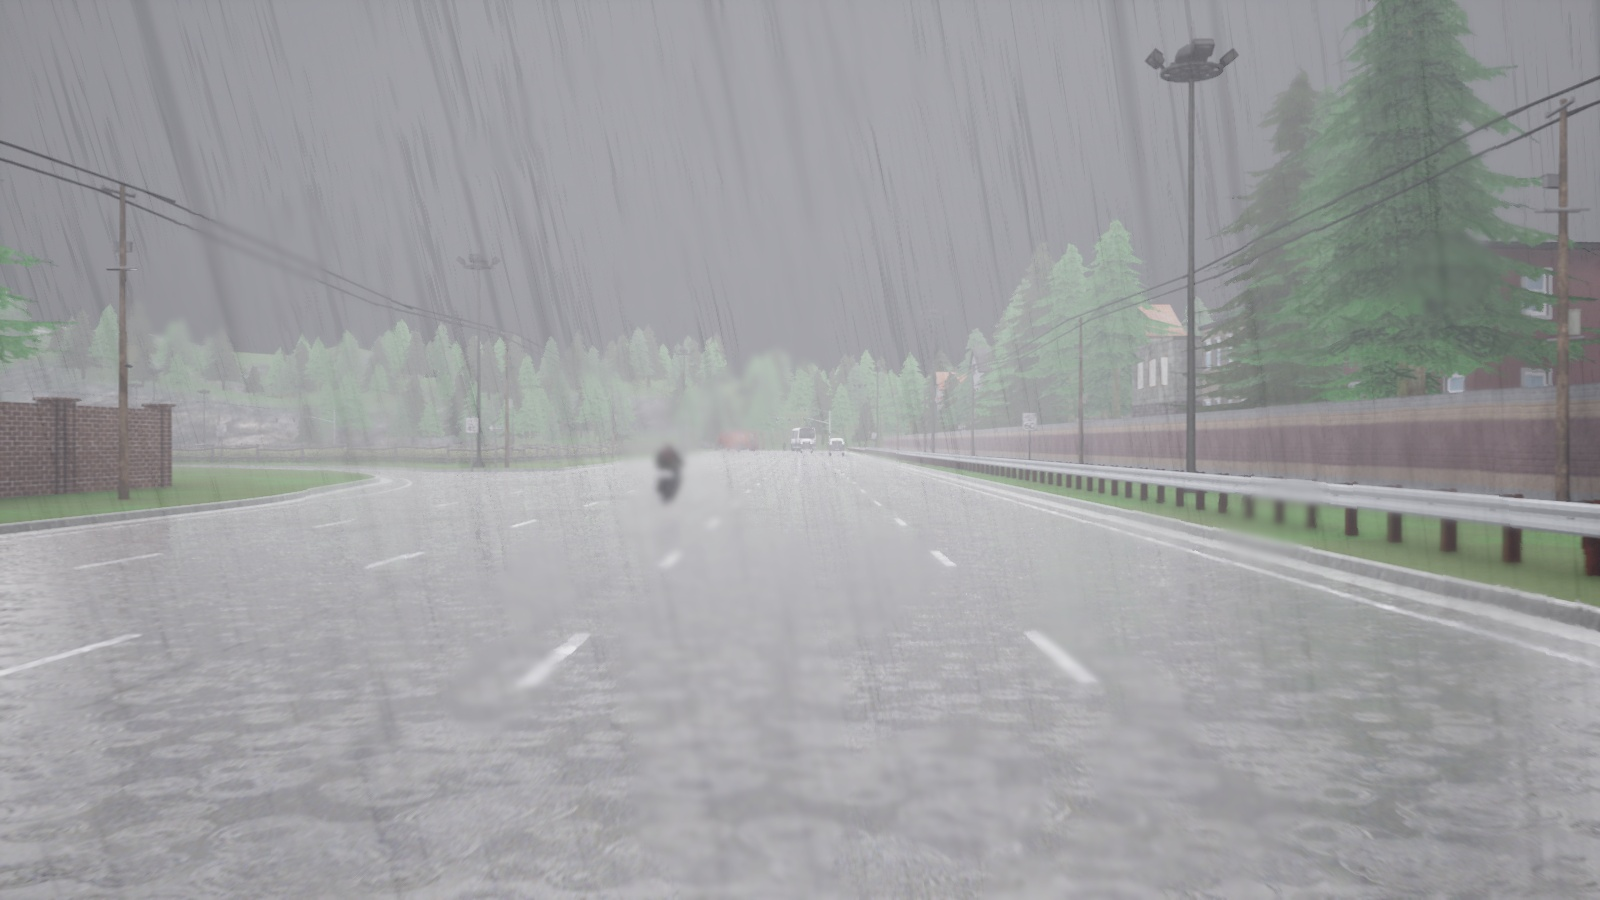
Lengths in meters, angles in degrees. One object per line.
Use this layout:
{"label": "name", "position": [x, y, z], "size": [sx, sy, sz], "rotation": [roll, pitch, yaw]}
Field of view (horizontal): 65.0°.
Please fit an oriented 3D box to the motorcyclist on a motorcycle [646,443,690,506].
{"label": "motorcyclist on a motorcycle", "position": [-3.319, 0.599, 31.820], "size": [0.866, 1.530, 2.191], "rotation": [0, 0, 0]}
